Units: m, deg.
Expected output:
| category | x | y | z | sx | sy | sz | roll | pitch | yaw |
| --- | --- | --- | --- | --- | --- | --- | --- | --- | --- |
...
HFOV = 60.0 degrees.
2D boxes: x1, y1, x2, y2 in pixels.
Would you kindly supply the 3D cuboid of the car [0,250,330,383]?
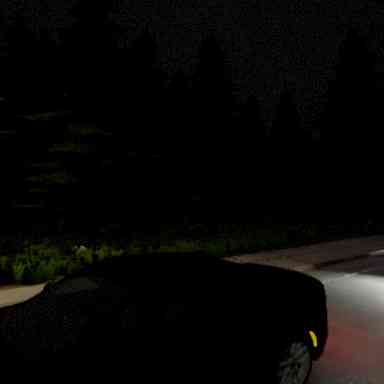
| category | x | y | z | sx | sy | sz | roll | pitch | yaw |
| --- | --- | --- | --- | --- | --- | --- | --- | --- | --- |
| car | -0.594 | 1.472 | 3.566 | 5.008 | 1.535 | 1.882 | 0 | 0 | -35 |
